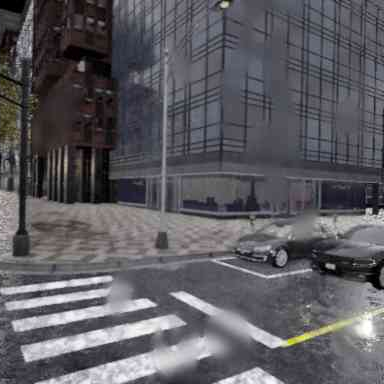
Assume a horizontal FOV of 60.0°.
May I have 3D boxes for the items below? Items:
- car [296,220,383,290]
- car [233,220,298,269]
[{"bbox_3d":[5.572,1.665,9.782,5.008,1.535,1.882,2,0,-34],"label":"car"},{"bbox_3d":[3.379,1.677,11.524,4.403,1.369,2.008,2,0,-34],"label":"car"}]
